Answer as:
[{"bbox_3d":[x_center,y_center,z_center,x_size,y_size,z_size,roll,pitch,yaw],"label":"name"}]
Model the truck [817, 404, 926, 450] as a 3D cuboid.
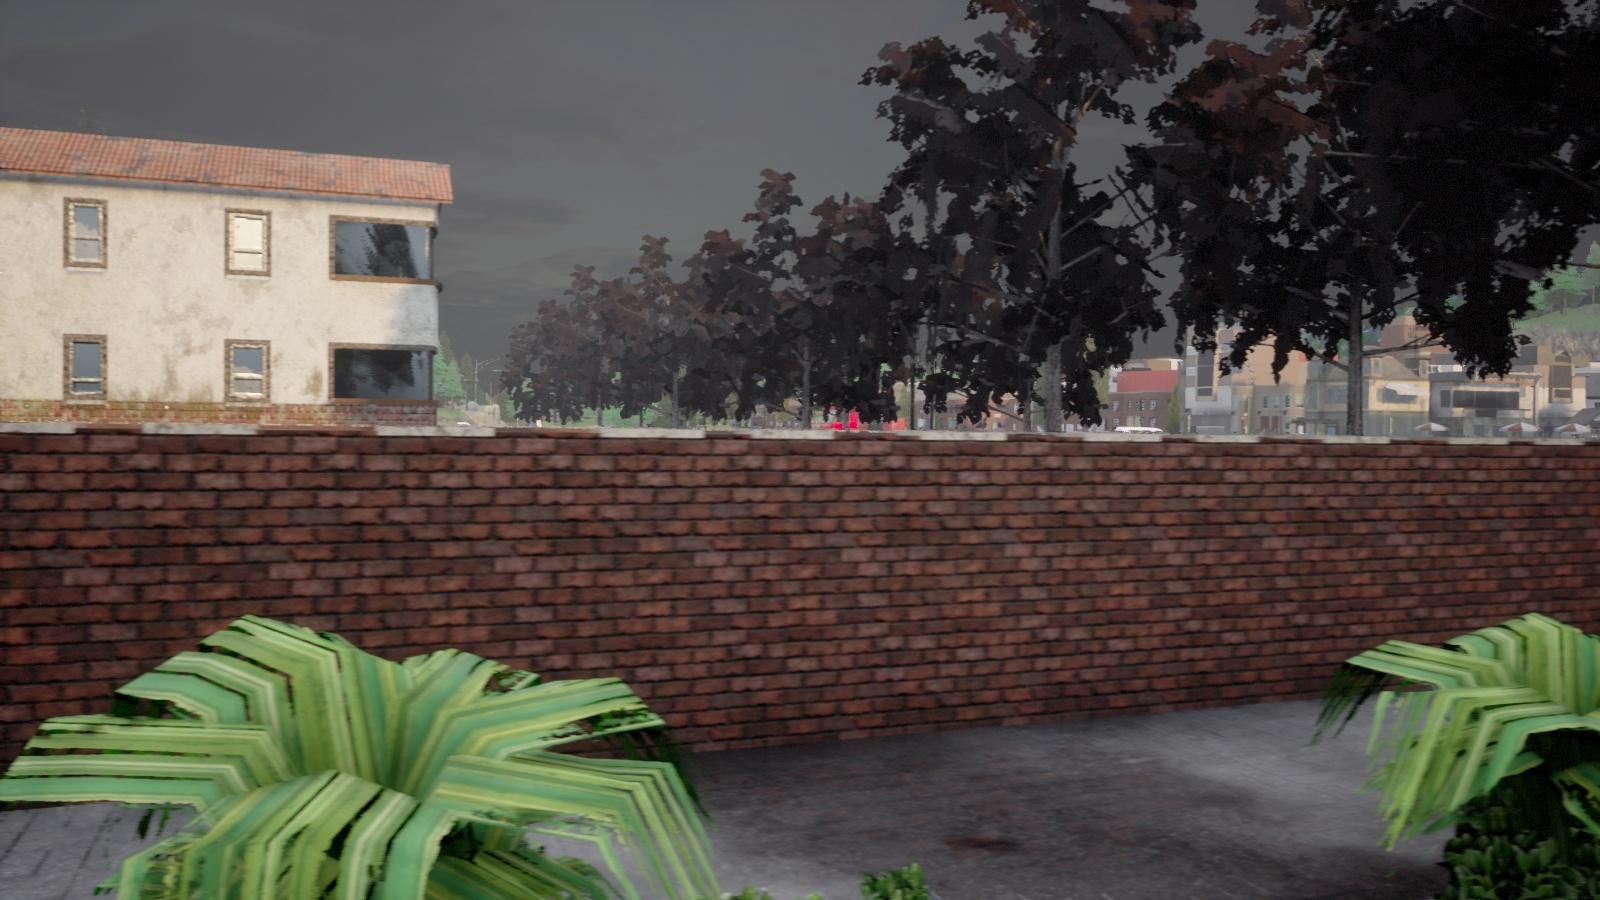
[{"bbox_3d":[5.577,-1.843,98.253,7.936,3.462,2.891,-1,1,-19],"label":"truck"}]
